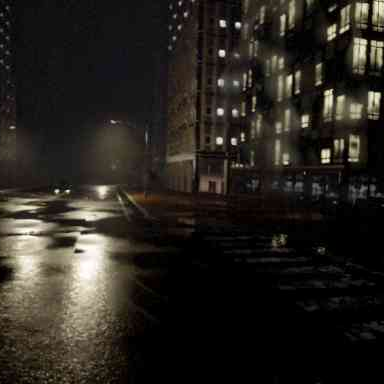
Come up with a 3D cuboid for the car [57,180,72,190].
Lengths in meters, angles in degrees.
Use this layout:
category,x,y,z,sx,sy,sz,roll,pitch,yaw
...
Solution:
category,x,y,z,sx,sy,sz,roll,pitch,yaw
car,-20.727,-1.198,54.264,1.882,1.535,5.008,1,2,-14
